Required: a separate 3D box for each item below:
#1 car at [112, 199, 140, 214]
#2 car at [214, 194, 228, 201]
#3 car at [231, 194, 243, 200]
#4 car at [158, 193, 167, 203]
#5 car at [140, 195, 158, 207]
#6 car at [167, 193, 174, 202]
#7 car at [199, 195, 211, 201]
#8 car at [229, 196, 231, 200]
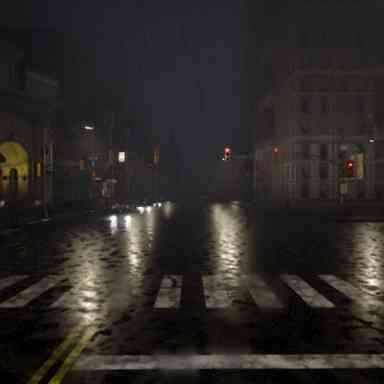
[{"bbox_3d":[-7.087,1.584,35.156,1.895,1.301,4.718,0,0,0],"label":"car"},{"bbox_3d":[7.102,1.485,85.356,2.128,1.511,4.902,0,0,25],"label":"car"},{"bbox_3d":[12.471,1.456,94.149,1.837,1.490,4.892,0,0,41],"label":"car"},{"bbox_3d":[-6.978,1.460,68.301,2.128,1.511,4.902,0,0,0],"label":"car"},{"bbox_3d":[-7.071,1.466,51.990,2.128,1.511,4.902,0,0,0],"label":"car"},{"bbox_3d":[-5.888,1.188,79.090,2.150,2.045,5.566,0,0,10],"label":"car"},{"bbox_3d":[3.301,1.484,85.379,1.812,1.442,4.674,0,0,22],"label":"car"},{"bbox_3d":[8.250,1.422,94.369,1.882,1.535,5.008,0,0,38],"label":"car"}]
